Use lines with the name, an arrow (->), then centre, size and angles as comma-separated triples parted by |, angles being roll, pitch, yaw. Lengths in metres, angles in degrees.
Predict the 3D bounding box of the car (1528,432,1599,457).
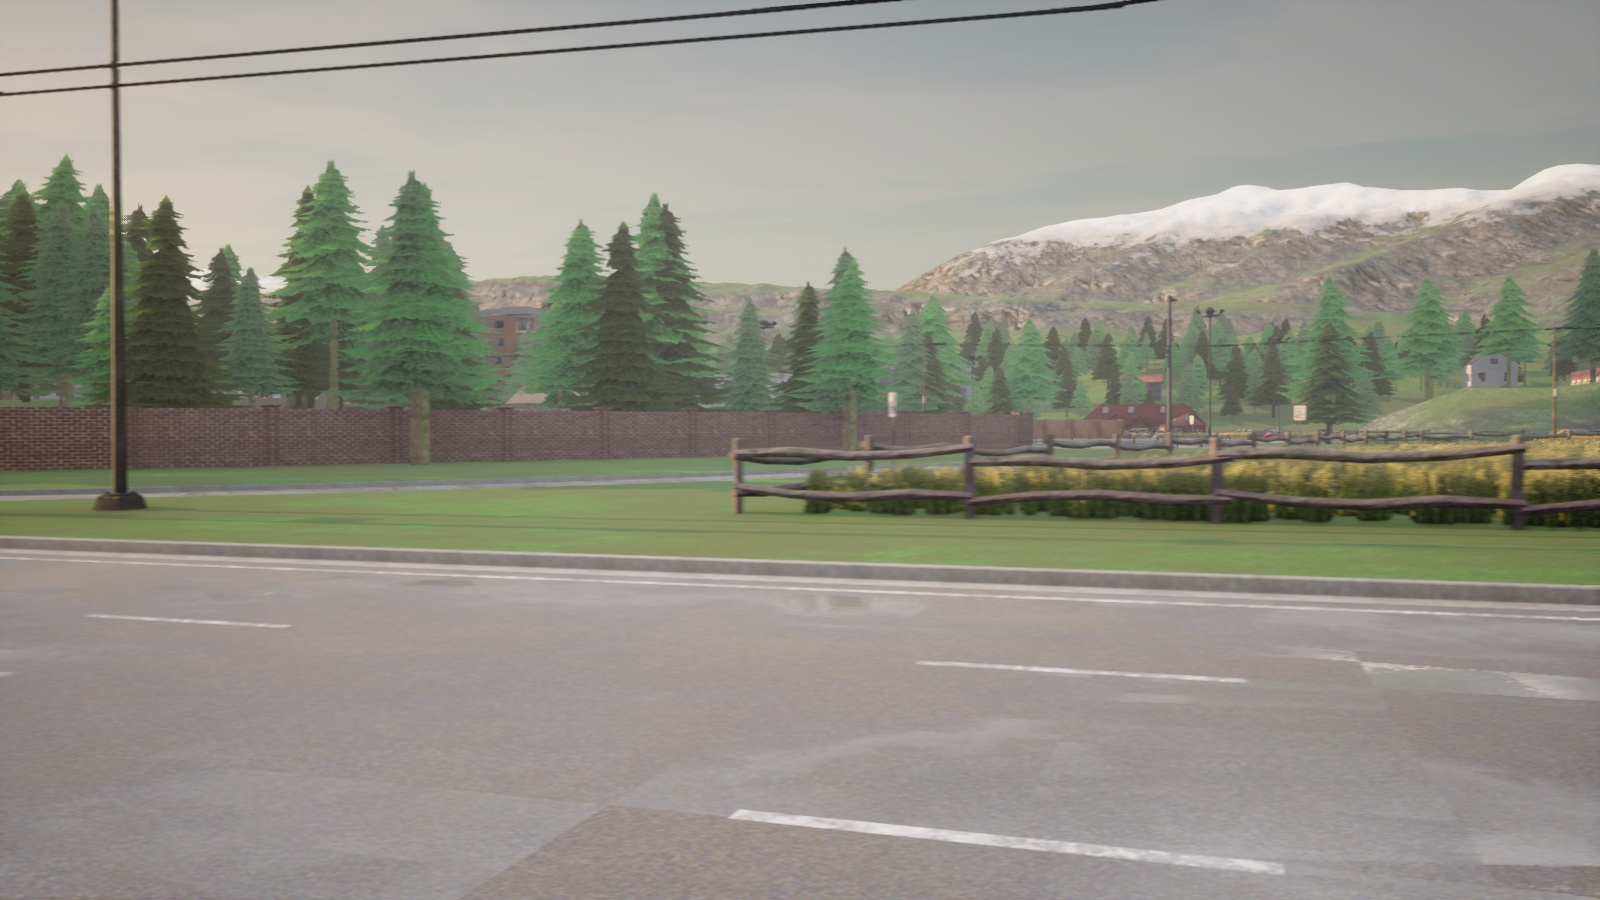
car -> 51.827, -0.381, 83.786 | 5.366, 1.575, 1.801 | 1, 1, 18
